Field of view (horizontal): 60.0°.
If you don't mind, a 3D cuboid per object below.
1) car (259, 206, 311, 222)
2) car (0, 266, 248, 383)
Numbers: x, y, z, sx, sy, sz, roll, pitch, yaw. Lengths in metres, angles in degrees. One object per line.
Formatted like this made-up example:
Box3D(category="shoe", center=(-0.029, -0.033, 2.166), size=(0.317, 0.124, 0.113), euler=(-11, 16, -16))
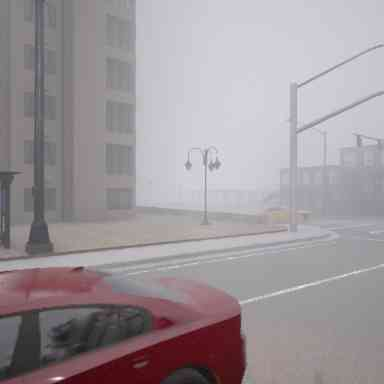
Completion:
Box3D(category="car", center=(8.315, 1.986, 30.203), size=(1.882, 1.535, 5.008), euler=(0, -5, -36))
Box3D(category="car", center=(-1.772, 1.477, 2.709), size=(5.008, 1.535, 1.882), euler=(0, 0, -35))
